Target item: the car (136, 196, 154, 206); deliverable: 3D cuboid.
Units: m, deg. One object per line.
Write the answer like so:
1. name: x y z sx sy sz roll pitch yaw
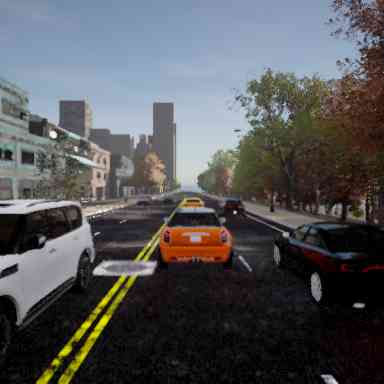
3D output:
1. car: -6.591 1.228 47.314 2.033 1.411 5.357 0 0 0

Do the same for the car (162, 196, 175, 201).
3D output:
1. car: -3.334 1.237 48.555 1.994 1.385 4.181 0 0 0

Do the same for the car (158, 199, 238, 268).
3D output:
1. car: 0.098 1.276 11.133 2.097 1.767 4.553 0 0 0

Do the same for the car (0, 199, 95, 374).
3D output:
1. car: -3.353 1.183 5.652 2.150 2.045 5.566 0 0 0

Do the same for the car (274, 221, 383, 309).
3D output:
1. car: 3.349 1.423 7.882 1.882 1.535 5.008 0 0 0

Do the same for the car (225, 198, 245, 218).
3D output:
1. car: 3.346 1.314 28.263 1.837 1.490 4.892 0 0 0
